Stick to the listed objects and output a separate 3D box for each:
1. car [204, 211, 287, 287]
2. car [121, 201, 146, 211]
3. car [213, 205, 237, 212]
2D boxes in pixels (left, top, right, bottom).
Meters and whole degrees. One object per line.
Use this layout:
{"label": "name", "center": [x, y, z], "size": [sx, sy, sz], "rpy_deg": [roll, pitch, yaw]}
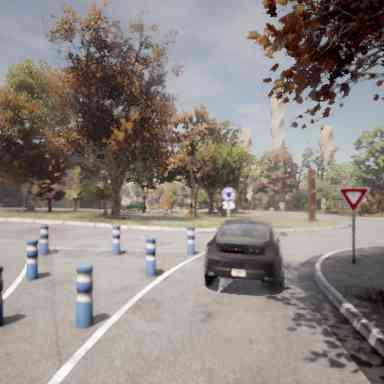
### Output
{"label": "car", "center": [1.609, 1.531, 9.526], "size": [1.837, 1.490, 4.892], "rpy_deg": [2, 0, 14]}
{"label": "car", "center": [-12.396, 2.931, 69.159], "size": [5.566, 2.045, 2.150], "rpy_deg": [1, 0, -16]}
{"label": "car", "center": [6.597, 3.219, 67.462], "size": [4.892, 1.490, 1.837], "rpy_deg": [0, -1, 28]}
